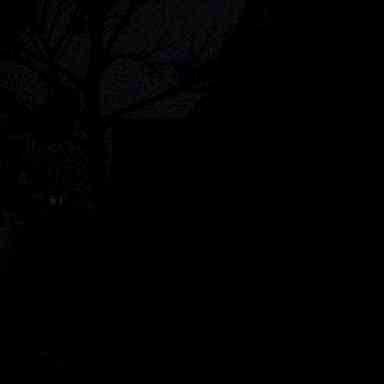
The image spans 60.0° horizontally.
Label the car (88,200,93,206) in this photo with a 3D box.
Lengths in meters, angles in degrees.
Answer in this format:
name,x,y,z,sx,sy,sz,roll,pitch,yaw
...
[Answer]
name,x,y,z,sx,sy,sz,roll,pitch,yaw
car,-17.076,1.759,60.480,1.882,1.535,5.008,1,0,12
